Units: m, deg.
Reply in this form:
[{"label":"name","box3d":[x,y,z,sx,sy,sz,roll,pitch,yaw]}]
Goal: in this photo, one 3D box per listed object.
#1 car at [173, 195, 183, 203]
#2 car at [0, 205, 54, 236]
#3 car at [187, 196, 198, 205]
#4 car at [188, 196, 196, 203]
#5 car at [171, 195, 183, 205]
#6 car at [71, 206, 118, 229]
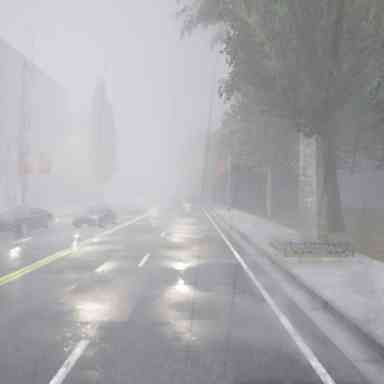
[{"label":"car","box3d":[-3.175,1.542,75.926,2.097,1.767,4.553,0,0,0]},{"label":"car","box3d":[-9.786,1.565,19.303,1.882,1.535,5.008,0,-1,0]},{"label":"car","box3d":[0.066,1.673,67.168,2.097,1.767,4.553,0,0,0]},{"label":"car","box3d":[0.075,1.711,75.954,1.812,1.442,4.674,0,0,0]},{"label":"car","box3d":[-3.185,1.822,66.784,1.837,1.490,4.892,0,0,0]},{"label":"car","box3d":[-6.503,1.653,22.900,2.033,1.411,5.357,0,0,1]}]
